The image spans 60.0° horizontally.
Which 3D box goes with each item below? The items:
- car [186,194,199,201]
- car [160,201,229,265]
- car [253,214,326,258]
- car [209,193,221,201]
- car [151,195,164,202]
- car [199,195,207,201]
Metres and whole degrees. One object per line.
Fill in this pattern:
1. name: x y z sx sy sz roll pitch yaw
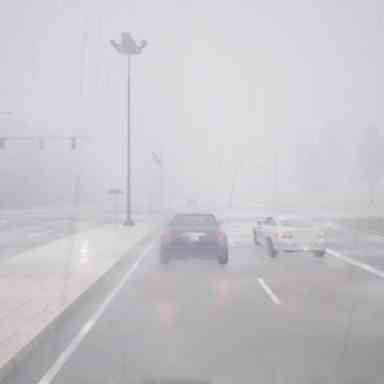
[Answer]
1. car: -0.116 1.632 58.747 1.812 1.442 4.674 0 0 -1
2. car: 0.078 1.378 11.923 2.097 1.767 4.553 0 0 0
3. car: 3.582 1.550 12.773 1.812 1.442 4.674 0 0 0
4. car: 6.426 1.376 89.033 2.150 2.045 5.566 0 0 -1
5. car: -8.397 1.495 77.258 2.097 1.767 4.553 0 0 -1
6. car: 2.922 1.675 89.306 1.812 1.442 4.674 0 0 -1
